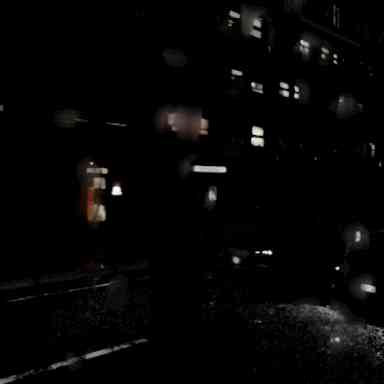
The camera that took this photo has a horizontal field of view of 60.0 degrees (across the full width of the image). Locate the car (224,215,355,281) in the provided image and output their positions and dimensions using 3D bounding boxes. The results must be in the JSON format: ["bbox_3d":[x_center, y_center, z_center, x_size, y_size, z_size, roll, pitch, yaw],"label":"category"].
[{"bbox_3d":[3.127,1.478,9.937,4.902,1.511,2.128,0,0,-35],"label":"car"}]

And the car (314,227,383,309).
[{"bbox_3d":[4.806,1.548,7.135,4.181,1.385,1.994,0,0,-35],"label":"car"}]
